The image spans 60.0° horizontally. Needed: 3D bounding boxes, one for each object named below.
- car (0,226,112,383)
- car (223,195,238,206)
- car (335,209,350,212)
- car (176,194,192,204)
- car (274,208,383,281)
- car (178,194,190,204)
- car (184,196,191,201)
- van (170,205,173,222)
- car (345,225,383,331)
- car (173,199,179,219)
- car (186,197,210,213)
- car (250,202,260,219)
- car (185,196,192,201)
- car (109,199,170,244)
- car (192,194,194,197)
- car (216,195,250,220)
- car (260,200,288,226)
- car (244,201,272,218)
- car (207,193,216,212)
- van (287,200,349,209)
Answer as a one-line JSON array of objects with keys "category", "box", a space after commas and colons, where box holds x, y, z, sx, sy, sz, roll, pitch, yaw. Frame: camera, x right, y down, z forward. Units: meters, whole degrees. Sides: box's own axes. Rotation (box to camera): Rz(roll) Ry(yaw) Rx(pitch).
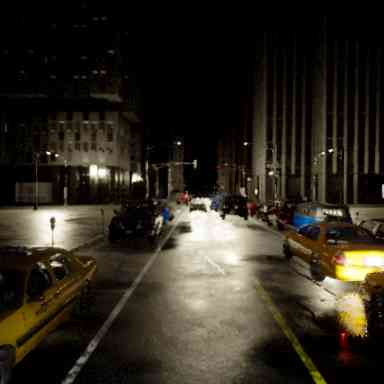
[{"category": "car", "box": [-2.715, 1.502, 4.777, 1.752, 1.417, 4.829, 0, 0, 1]}, {"category": "car", "box": [6.854, 1.478, 59.429, 2.192, 1.841, 5.009, 0, 0, 1]}, {"category": "car", "box": [5.926, 1.515, 10.296, 1.967, 1.590, 4.097, 0, 0, 1]}, {"category": "car", "box": [-1.669, 1.388, 59.601, 2.192, 1.841, 5.009, 0, 0, 1]}, {"category": "car", "box": [4.054, 1.510, 9.885, 1.801, 1.575, 5.366, 1, 0, 1]}, {"category": "car", "box": [-1.562, 1.402, 65.243, 2.192, 1.841, 5.009, 0, 0, 1]}, {"category": "car", "box": [-1.139, 1.682, 87.641, 1.752, 1.417, 4.829, 0, 0, 1]}, {"category": "van", "box": [-2.393, 1.341, 21.519, 1.690, 1.788, 3.998, 0, 0, 1]}, {"category": "car", "box": [3.940, 1.502, 3.886, 1.801, 1.575, 5.366, 1, 0, 1]}, {"category": "car", "box": [-2.292, 1.534, 26.872, 1.752, 1.417, 4.829, 0, 0, 1]}, {"category": "car", "box": [0.682, 1.641, 37.767, 1.994, 1.385, 4.181, 1, 0, 1]}, {"category": "car", "box": [6.237, 1.649, 26.868, 2.008, 1.369, 4.403, 0, 0, 1]}, {"category": "car", "box": [-1.029, 1.724, 93.453, 1.887, 1.381, 4.507, 0, 0, 1]}, {"category": "car", "box": [-2.498, 1.307, 15.995, 2.192, 1.841, 5.009, 0, 0, 1]}, {"category": "car", "box": [-1.243, 1.703, 82.169, 1.947, 1.339, 4.313, 0, 0, 1]}, {"category": "car", "box": [3.518, 1.294, 28.760, 2.150, 2.045, 5.566, 1, 0, 1]}, {"category": "car", "box": [6.134, 1.405, 21.344, 2.192, 1.841, 5.009, 0, 0, 1]}, {"category": "car", "box": [6.340, 1.652, 32.393, 1.887, 1.381, 4.507, 0, 0, 1]}, {"category": "car", "box": [3.536, 1.328, 39.857, 2.150, 2.045, 5.566, 1, 0, -5]}, {"category": "van", "box": [6.031, 1.423, 15.819, 1.690, 1.788, 3.998, 0, 0, 1]}]
